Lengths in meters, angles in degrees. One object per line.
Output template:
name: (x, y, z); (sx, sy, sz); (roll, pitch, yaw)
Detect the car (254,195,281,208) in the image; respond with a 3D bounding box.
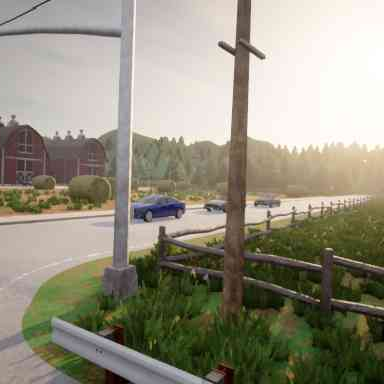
car: (8.612, 1.000, 37.796); (1.994, 1.385, 4.181); (3, 2, 33)

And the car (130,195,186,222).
car: (-2.352, 0.947, 21.185); (1.882, 1.535, 5.008); (3, 2, 33)

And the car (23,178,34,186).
car: (-38.871, -2.311, 79.364); (1.905, 1.878, 3.866); (8, 2, -13)

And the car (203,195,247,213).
car: (3.092, 1.000, 29.444); (2.033, 1.411, 5.357); (3, 2, 33)
